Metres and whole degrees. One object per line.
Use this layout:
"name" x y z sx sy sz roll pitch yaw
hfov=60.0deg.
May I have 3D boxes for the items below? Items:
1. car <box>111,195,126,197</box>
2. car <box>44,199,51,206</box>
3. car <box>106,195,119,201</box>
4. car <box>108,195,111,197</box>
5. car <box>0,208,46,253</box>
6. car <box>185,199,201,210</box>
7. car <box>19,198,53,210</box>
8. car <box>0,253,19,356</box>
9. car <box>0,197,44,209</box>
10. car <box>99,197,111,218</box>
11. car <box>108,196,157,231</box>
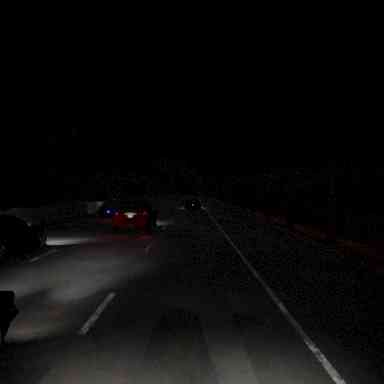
"car" -14.001 1.332 66.011 2.097 1.767 4.553 0 0 1
"car" -17.602 1.535 36.760 2.033 1.411 5.357 0 0 0
"car" -20.551 1.493 86.360 2.128 1.511 4.902 0 0 2
"car" -17.321 1.499 76.791 2.128 1.511 4.902 0 0 1
"car" -6.902 1.522 11.742 1.812 1.442 4.674 0 0 0
"car" 0.094 1.549 42.678 1.994 1.385 4.181 0 0 0
"car" -21.091 1.532 45.174 2.033 1.411 5.357 0 0 0
"car" -3.401 1.600 2.628 1.895 1.301 4.718 0 0 0
"car" -14.101 1.343 26.568 2.097 1.767 4.553 0 0 0
"car" -6.904 1.467 29.965 1.882 1.535 5.008 0 0 0
"car" -3.403 1.345 20.477 2.097 1.767 4.553 0 0 0
